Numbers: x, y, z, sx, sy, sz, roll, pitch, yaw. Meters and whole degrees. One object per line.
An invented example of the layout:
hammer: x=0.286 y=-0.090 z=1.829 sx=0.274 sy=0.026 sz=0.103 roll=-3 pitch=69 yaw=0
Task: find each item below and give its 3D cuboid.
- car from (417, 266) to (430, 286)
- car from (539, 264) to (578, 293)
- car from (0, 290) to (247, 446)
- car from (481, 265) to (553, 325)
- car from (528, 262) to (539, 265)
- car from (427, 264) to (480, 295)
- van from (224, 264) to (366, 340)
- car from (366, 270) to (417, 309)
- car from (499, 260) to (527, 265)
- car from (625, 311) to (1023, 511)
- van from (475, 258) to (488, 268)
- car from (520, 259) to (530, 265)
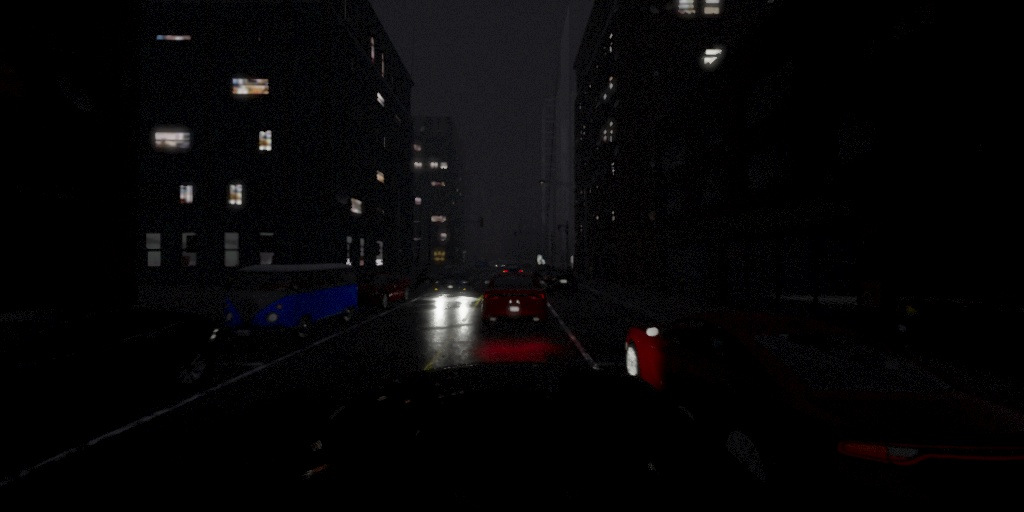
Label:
car: x=-5.690 y=1.373 z=26.258 sx=1.948 sy=1.339 sz=4.313 roll=0 pitch=0 yaw=0
car: x=2.691 y=1.359 z=20.723 sx=1.948 sy=1.339 sz=4.313 roll=0 pitch=0 yaw=0
car: x=-5.690 y=1.321 z=4.164 sx=1.948 sy=1.339 sz=4.313 roll=0 pitch=0 yaw=0
car: x=0.081 y=1.250 z=11.959 sx=1.882 sy=1.535 sz=5.008 roll=0 pitch=0 yaw=0
car: x=2.691 y=1.386 z=31.770 sx=1.948 sy=1.339 sz=4.313 roll=0 pitch=0 yaw=0
car: x=-3.096 y=1.356 z=19.956 sx=1.994 sy=1.385 sz=4.181 roll=0 pitch=0 yaw=0
van: x=-5.690 y=1.109 z=9.688 sx=1.690 sy=1.789 sz=3.998 roll=0 pitch=0 yaw=0
car: x=-5.690 y=1.326 z=15.211 sx=1.888 sy=1.381 sz=4.507 roll=0 pitch=0 yaw=0
car: x=0.090 y=1.342 z=30.033 sx=1.812 sy=1.442 sz=4.674 roll=0 pitch=0 yaw=0
car: x=2.691 y=1.300 z=4.152 sx=1.888 sy=1.381 sz=4.507 roll=0 pitch=0 yaw=0
van: x=-5.691 y=1.251 z=64.176 sx=1.690 sy=1.789 sz=3.998 roll=0 pitch=0 yaw=0
car: x=2.690 y=1.492 z=64.175 sx=1.802 sy=1.307 sz=4.207 roll=0 pitch=0 yaw=0
